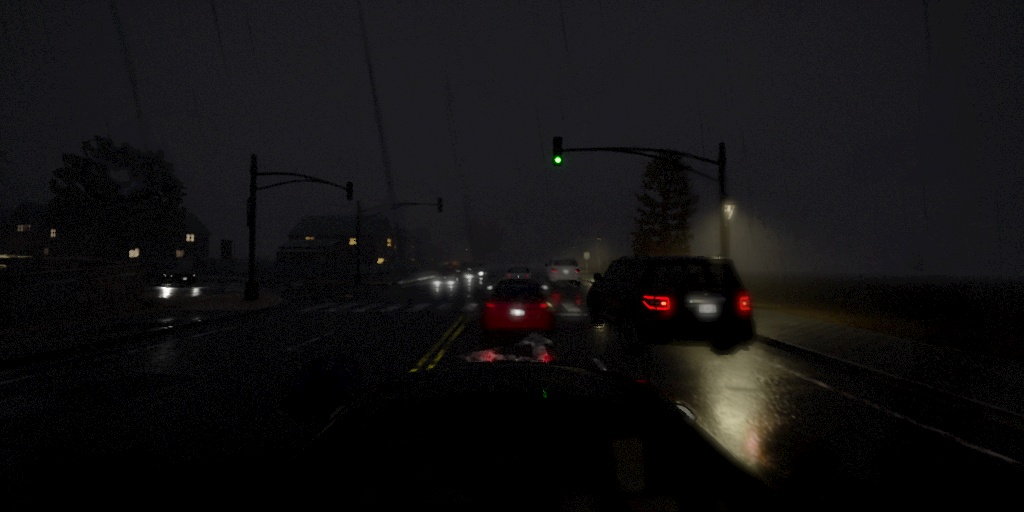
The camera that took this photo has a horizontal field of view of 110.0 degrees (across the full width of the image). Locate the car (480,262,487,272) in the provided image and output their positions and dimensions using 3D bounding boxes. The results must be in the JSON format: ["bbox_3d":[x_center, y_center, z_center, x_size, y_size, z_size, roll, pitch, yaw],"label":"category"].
[{"bbox_3d":[-4.966,1.664,54.141,1.837,1.490,4.892,0,-1,4],"label":"car"}]

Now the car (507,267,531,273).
[{"bbox_3d":[0.537,1.543,28.253,1.895,1.301,4.718,0,0,2],"label":"car"}]

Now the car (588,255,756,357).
[{"bbox_3d":[3.399,1.020,8.859,2.150,2.045,5.566,0,0,1],"label":"car"}]

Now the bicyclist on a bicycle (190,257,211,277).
[{"bbox_3d":[-24.672,0.914,28.340,0.582,1.620,1.656,1,-1,15],"label":"bicyclist on a bicycle"}]

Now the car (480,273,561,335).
[{"bbox_3d":[0.178,1.375,10.802,1.994,1.385,4.181,0,-1,1],"label":"car"}]

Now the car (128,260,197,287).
[{"bbox_3d":[-21.257,1.035,21.369,4.892,1.490,1.837,1,-1,15],"label":"car"}]

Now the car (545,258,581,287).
[{"bbox_3d":[3.746,1.151,26.768,2.150,2.045,5.566,0,0,2],"label":"car"}]

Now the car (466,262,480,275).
[{"bbox_3d":[-5.530,1.578,44.173,1.837,1.490,4.892,0,0,3],"label":"car"}]

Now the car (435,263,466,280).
[{"bbox_3d":[-5.983,1.540,34.304,2.033,1.411,5.357,0,0,-1],"label":"car"}]

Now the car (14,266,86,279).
[{"bbox_3d":[-30.833,0.933,23.901,5.357,1.411,2.033,1,-1,15],"label":"car"}]
